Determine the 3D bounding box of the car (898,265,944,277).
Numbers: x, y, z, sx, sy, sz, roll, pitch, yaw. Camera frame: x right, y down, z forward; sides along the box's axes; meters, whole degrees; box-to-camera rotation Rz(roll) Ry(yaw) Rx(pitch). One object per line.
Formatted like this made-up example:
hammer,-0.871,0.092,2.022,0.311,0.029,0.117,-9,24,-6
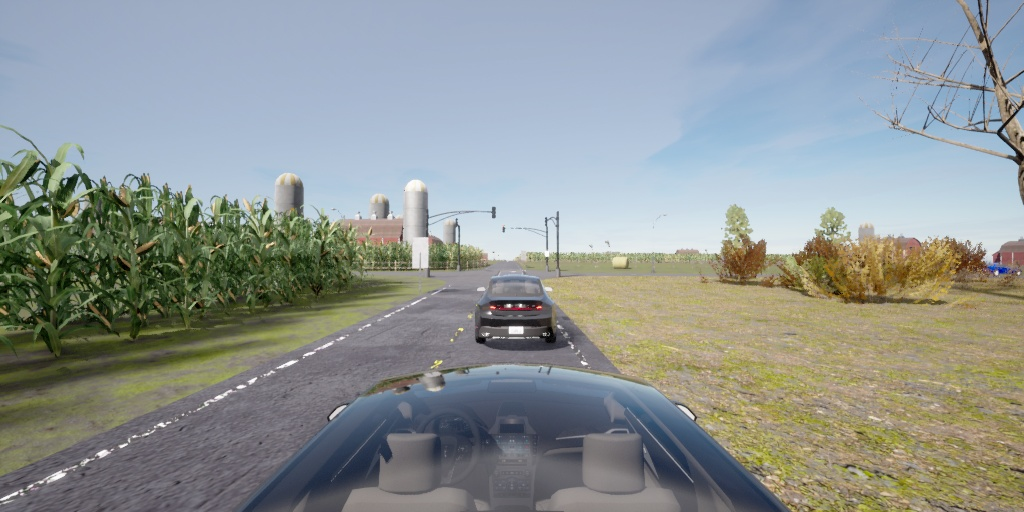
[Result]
car,48.561,1.768,42.548,4.181,1.385,1.994,1,-1,-5

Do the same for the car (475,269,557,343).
car,0.080,1.259,9.686,1.837,1.490,4.892,0,0,0

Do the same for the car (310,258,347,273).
car,-19.826,0.931,37.674,4.553,1.767,2.097,0,-1,-3

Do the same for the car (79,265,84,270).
car,-45.601,0.942,36.288,4.181,1.385,1.994,0,-1,-3

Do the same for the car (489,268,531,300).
car,0.033,1.360,18.838,1.895,1.301,4.718,0,0,4
